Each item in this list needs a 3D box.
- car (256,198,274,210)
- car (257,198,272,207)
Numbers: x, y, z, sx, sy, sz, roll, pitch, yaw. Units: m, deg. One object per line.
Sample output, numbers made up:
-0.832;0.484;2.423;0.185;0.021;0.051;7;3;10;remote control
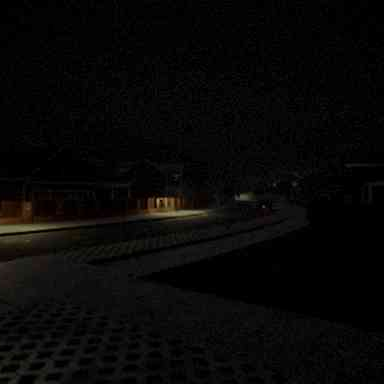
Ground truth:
9.504;1.544;43.458;1.837;1.490;4.892;0;0;15;car
11.618;1.643;53.637;1.895;1.301;4.718;0;0;8;car
